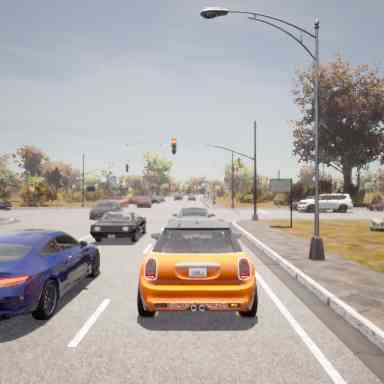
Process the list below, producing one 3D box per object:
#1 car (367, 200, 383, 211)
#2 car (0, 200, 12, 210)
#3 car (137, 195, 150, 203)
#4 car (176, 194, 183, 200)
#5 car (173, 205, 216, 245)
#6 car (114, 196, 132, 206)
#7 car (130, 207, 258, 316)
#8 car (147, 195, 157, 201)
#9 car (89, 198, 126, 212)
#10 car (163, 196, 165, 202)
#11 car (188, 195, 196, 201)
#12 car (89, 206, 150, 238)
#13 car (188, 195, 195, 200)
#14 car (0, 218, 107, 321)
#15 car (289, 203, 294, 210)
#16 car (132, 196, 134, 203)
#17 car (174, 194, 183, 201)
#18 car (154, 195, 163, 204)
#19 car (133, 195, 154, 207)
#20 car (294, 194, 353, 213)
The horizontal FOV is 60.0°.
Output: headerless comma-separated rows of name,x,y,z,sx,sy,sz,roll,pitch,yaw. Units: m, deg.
car,22.954,1.556,39.160,4.181,1.385,1.994,0,0,3
car,-25.370,1.547,41.544,5.357,1.411,2.033,0,0,9
car,-10.539,1.525,72.964,2.128,1.511,4.902,0,0,0
car,-3.505,1.374,95.025,1.812,1.442,4.674,0,0,1
car,0.091,1.505,16.605,1.837,1.490,4.892,0,0,0
car,-10.620,1.352,48.264,2.097,1.767,4.553,0,0,0
car,0.096,1.352,7.647,2.097,1.767,4.553,0,0,0
car,-10.536,1.486,87.774,1.837,1.490,4.892,0,0,0
car,-7.115,1.505,27.739,1.837,1.490,4.892,0,0,0
car,-7.039,1.525,73.729,2.128,1.511,4.902,0,0,0
car,-0.041,1.552,84.748,1.994,1.385,4.181,0,0,0
car,-3.409,1.601,16.338,1.895,1.301,4.718,0,0,0
car,-0.007,1.595,94.785,1.895,1.301,4.718,0,0,1
car,-3.404,1.526,7.180,1.812,1.442,4.674,0,0,0
car,14.064,1.505,39.639,4.892,1.490,1.837,0,0,3
car,-10.596,1.478,61.281,1.882,1.535,5.008,0,0,0
car,-3.540,1.492,84.617,1.837,1.490,4.892,0,0,0
car,-7.095,1.601,62.252,1.895,1.301,4.718,0,0,0
car,-6.862,1.477,47.643,1.882,1.535,5.008,0,0,-3
car,14.447,1.221,36.110,5.566,2.045,2.150,0,0,3
